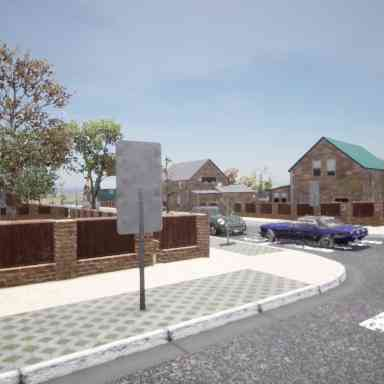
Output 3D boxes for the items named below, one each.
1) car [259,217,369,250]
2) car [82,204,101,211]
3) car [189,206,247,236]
[{"bbox_3d":[5.501,1.809,15.665,1.895,1.301,4.718,-2,0,-40],"label":"car"},{"bbox_3d":[-14.899,2.487,49.106,1.882,1.535,5.008,-1,-1,-30],"label":"car"},{"bbox_3d":[1.418,1.712,21.138,2.097,1.767,4.553,-1,-1,-30],"label":"car"}]
